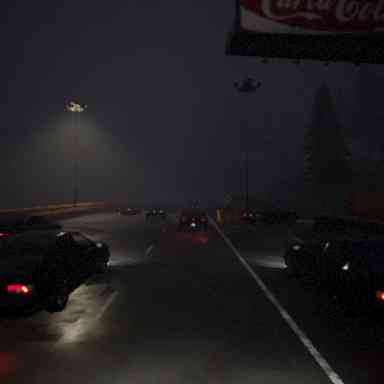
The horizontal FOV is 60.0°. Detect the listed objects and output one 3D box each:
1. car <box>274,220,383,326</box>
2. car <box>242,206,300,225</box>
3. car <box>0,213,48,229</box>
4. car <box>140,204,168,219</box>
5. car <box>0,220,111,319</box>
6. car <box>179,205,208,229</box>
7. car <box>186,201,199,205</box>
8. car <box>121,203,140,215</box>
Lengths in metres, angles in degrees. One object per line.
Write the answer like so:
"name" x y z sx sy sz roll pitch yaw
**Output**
"car" 3.598 1.615 7.458 2.033 1.411 5.357 0 -1 0
"car" 6.293 1.780 26.212 5.357 1.411 2.033 0 -1 -40
"car" -6.907 1.627 13.607 1.837 1.490 4.892 0 0 0
"car" -3.428 1.837 32.672 2.033 1.411 5.357 0 0 0
"car" -3.401 1.617 7.802 2.033 1.411 5.357 0 0 0
"car" 0.082 1.807 23.291 1.895 1.301 4.718 0 0 0
"car" 0.060 1.930 43.282 2.033 1.411 5.357 0 0 0
"car" -6.934 1.907 38.810 1.994 1.385 4.181 0 0 0
